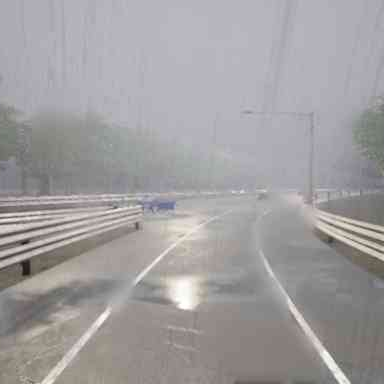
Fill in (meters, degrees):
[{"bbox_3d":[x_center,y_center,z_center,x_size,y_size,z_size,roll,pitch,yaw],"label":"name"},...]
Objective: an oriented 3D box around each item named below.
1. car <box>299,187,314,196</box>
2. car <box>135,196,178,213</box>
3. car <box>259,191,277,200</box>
[{"bbox_3d":[26.169,-0.100,76.182,2.150,2.045,5.566,1,1,34],"label":"car"},{"bbox_3d":[-3.282,1.135,31.905,1.882,1.535,5.008,1,2,34],"label":"car"},{"bbox_3d":[12.847,0.621,56.180,1.837,1.490,4.892,1,2,34],"label":"car"}]
